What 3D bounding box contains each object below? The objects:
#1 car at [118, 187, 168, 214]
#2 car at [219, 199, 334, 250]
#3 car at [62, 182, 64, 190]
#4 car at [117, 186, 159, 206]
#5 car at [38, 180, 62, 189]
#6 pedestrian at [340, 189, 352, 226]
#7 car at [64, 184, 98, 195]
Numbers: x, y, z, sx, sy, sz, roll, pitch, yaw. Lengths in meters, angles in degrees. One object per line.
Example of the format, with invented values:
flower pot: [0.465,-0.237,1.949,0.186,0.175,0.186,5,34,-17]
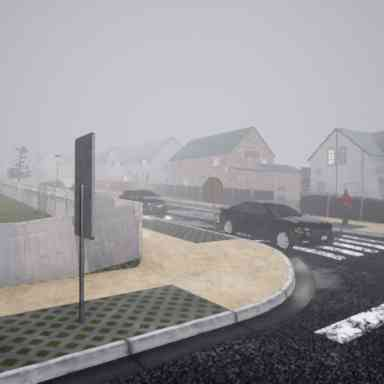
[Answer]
car: [-3.395,0.569,22.534,1.837,1.490,4.892,0,2,-35]
car: [3.049,1.090,12.903,1.882,1.535,5.008,1,2,-30]
car: [-22.019,-1.133,53.774,1.837,1.490,4.892,0,3,-36]
car: [-4.891,0.289,29.716,1.812,1.442,4.674,0,2,-35]
car: [-19.909,-0.729,45.896,1.837,1.490,4.892,0,3,-35]
pedestrian: [7.795,0.767,16.925,0.375,1.860,0.375,4,-2,-35]
car: [-10.822,-0.039,32.978,1.837,1.490,4.892,0,2,-35]
